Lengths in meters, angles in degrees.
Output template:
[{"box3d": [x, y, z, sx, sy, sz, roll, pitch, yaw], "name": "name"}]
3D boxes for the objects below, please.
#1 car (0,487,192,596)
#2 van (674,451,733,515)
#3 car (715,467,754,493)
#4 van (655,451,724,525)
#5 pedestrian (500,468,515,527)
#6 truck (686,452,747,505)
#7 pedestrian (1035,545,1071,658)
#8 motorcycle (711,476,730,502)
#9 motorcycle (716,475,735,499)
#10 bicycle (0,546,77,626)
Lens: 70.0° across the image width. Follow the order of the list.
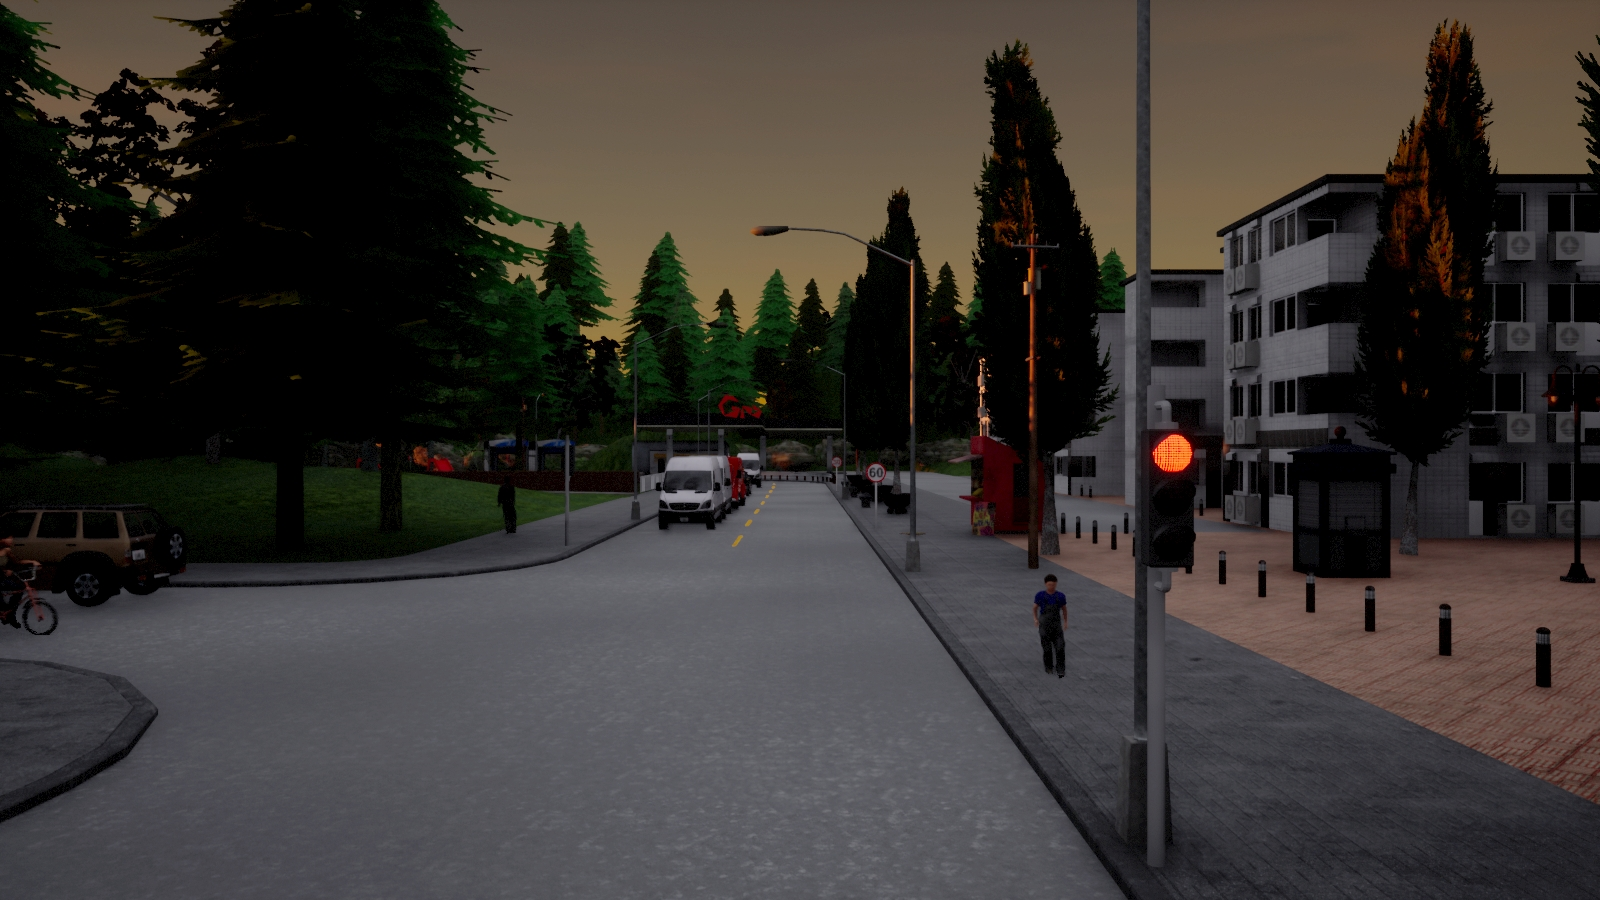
[{"box3d": [-14.070, 1.640, 21.141, 4.605, 1.855, 1.932, 0, 0, 0], "name": "car"}, {"box3d": [-4.007, 1.306, 48.327, 1.988, 2.561, 5.915, 0, 0, 0], "name": "van"}, {"box3d": [-3.975, 1.816, 70.543, 2.128, 1.511, 4.902, 0, 0, 0], "name": "car"}, {"box3d": [-4.013, 1.307, 42.390, 1.988, 2.561, 5.915, 0, 0, 0], "name": "van"}, {"box3d": [-9.289, 1.519, 36.332, 0.375, 1.860, 0.375, 0, 0, 0], "name": "pedestrian"}, {"box3d": [-3.995, 1.339, 55.631, 2.627, 2.467, 5.204, 0, 0, 0], "name": "truck"}, {"box3d": [3.031, 1.802, 13.679, 0.375, 1.300, 0.375, 0, 0, 5], "name": "pedestrian"}, {"box3d": [-3.975, 1.953, 57.177, 0.856, 1.236, 1.805, 0, 0, 0], "name": "motorcycle"}, {"box3d": [-3.988, 1.975, 61.268, 0.867, 1.251, 2.209, 0, 0, 0], "name": "motorcycle"}, {"box3d": [-11.902, 2.034, 17.198, 1.487, 1.080, 0.859, 1, 1, 2], "name": "bicycle"}]
